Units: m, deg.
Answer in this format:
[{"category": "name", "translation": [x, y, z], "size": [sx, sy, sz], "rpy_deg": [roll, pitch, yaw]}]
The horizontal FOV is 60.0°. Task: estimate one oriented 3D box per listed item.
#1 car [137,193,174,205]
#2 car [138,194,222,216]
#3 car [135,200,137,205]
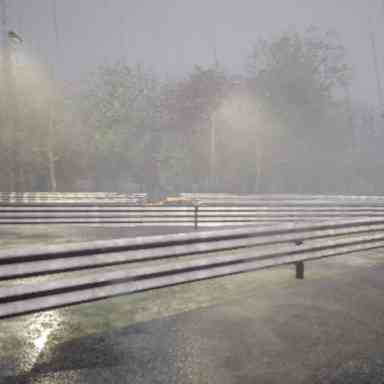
[{"category": "car", "translation": [-1.421, 0.873, 24.102], "size": [4.553, 1.767, 2.097], "rpy_deg": [1, 1, -12]}, {"category": "car", "translation": [-0.633, 1.097, 20.697], "size": [5.008, 1.535, 1.882], "rpy_deg": [1, 1, -12]}, {"category": "car", "translation": [-2.074, 0.972, 27.546], "size": [5.357, 1.411, 2.033], "rpy_deg": [1, 1, -12]}]
